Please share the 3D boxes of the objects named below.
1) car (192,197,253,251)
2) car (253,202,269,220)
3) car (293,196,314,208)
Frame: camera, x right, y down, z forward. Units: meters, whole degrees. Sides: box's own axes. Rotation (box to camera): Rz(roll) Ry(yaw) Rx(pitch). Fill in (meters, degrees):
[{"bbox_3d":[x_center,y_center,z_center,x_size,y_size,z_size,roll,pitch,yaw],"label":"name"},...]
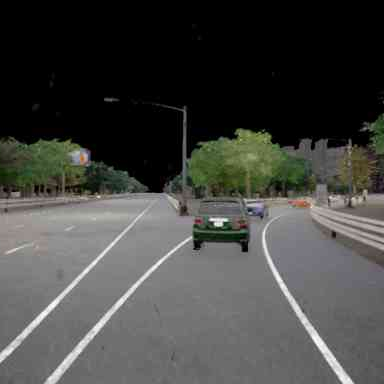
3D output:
[{"bbox_3d":[1.430,1.236,14.464,2.150,2.045,5.566,0,0,10],"label":"car"},{"bbox_3d":[5.532,1.572,29.038,1.812,1.442,4.674,0,0,20],"label":"car"},{"bbox_3d":[16.888,1.431,49.881,2.097,1.767,4.553,0,0,36],"label":"car"}]
